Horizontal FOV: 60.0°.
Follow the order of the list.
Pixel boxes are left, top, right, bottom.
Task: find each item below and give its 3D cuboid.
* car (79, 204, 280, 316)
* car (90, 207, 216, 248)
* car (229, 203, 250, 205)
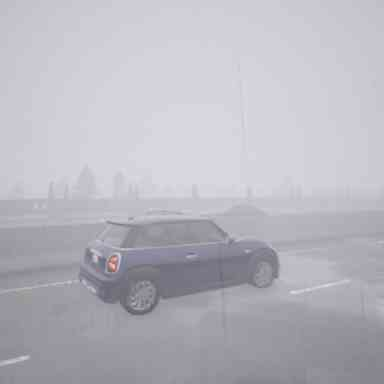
[{"bbox_3d":[-0.102,1.321,7.639,4.553,1.767,2.097,0,0,-33],"label":"car"},{"bbox_3d":[-1.676,1.484,15.161,5.357,1.411,2.033,0,0,-30],"label":"car"},{"bbox_3d":[2.706,1.452,21.518,4.674,1.442,1.812,0,0,-26],"label":"car"}]
